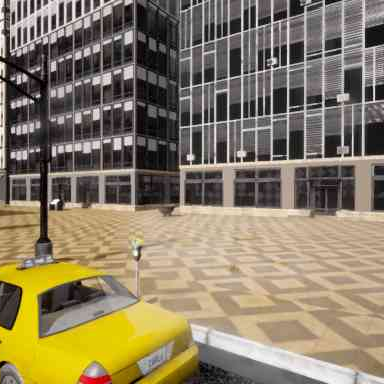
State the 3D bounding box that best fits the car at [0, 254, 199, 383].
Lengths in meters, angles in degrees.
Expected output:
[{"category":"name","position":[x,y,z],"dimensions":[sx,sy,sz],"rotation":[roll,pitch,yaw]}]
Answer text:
[{"category":"car","position":[-2.207,1.525,4.466],"dimensions":[4.829,1.417,1.752],"rotation":[0,0,36]}]
